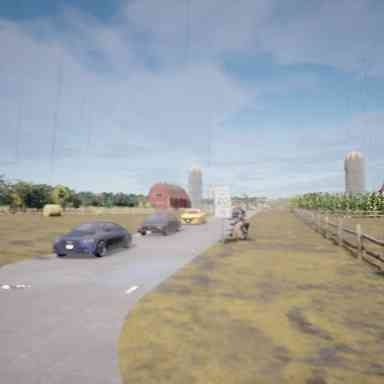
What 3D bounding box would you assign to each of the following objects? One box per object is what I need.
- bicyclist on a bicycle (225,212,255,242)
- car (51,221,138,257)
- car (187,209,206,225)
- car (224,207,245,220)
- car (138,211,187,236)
[{"bbox_3d":[2.651,1.943,18.413,1.656,1.620,0.582,0,-2,13],"label":"bicyclist on a bicycle"},{"bbox_3d":[-4.307,2.010,14.880,1.994,1.385,4.181,-1,-2,14],"label":"car"},{"bbox_3d":[0.178,2.523,34.140,1.882,1.535,5.008,-1,-2,13],"label":"car"},{"bbox_3d":[5.341,2.842,43.555,2.033,1.411,5.357,-1,-2,14],"label":"car"},{"bbox_3d":[-2.192,2.278,23.999,2.033,1.411,5.357,-1,-2,13],"label":"car"}]
